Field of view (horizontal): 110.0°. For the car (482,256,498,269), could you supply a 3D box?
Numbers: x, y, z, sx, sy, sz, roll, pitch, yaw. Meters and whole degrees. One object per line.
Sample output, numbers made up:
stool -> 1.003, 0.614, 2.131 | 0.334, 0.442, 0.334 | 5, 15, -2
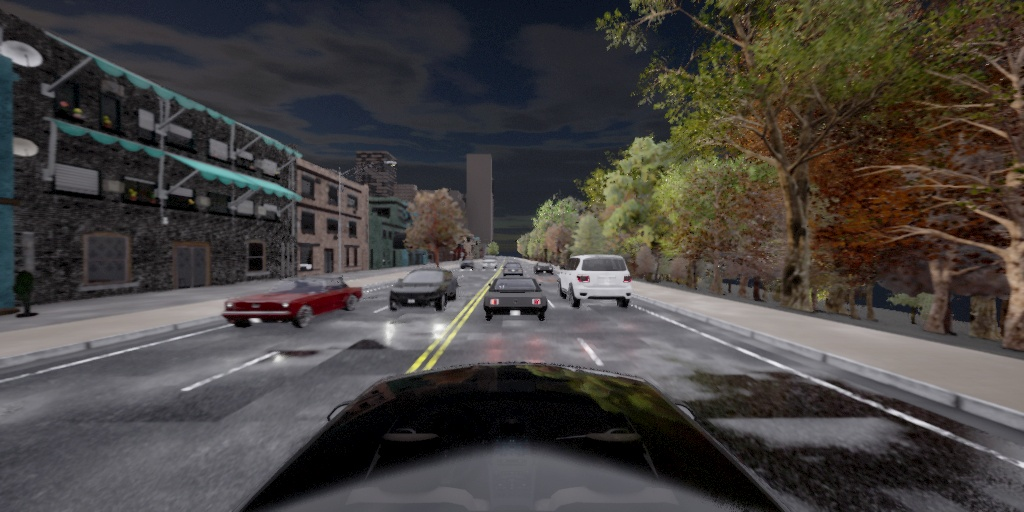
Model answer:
car -> -3.393, 0.961, 55.046 | 2.150, 2.045, 5.566 | 0, 0, 0

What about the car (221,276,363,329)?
car -> -6.600, 1.350, 11.438 | 1.895, 1.301, 4.718 | 0, 0, 0

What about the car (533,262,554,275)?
car -> 3.352, 1.344, 38.965 | 1.895, 1.301, 4.718 | 0, 0, 0

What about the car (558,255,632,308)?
car -> 3.350, 0.969, 15.355 | 2.150, 2.045, 5.566 | 0, 0, 0

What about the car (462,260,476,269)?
car -> -6.627, 1.289, 54.657 | 2.033, 1.411, 5.357 | 0, 0, 0

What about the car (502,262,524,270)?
car -> 0.100, 1.292, 32.907 | 2.033, 1.411, 5.357 | 0, 0, 0

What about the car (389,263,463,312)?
car -> -3.350, 1.226, 14.413 | 1.882, 1.535, 5.008 | 0, 0, 0

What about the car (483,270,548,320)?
car -> 0.100, 1.349, 12.551 | 1.895, 1.301, 4.718 | 0, 0, 0
